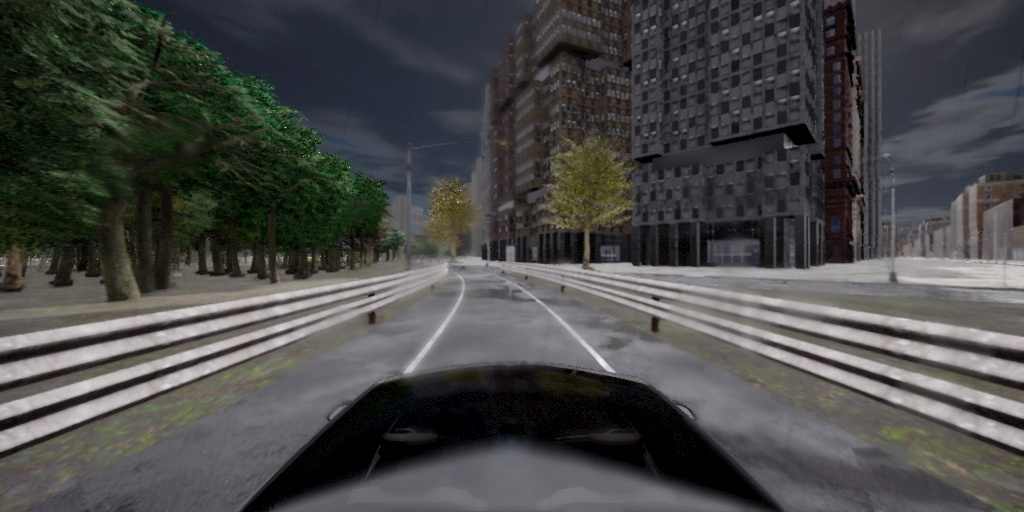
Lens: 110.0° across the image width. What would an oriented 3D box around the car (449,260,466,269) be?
[{"bbox_3d":[-8.247,1.317,53.970,1.895,1.301,4.718,0,0,-19],"label":"car"}]
